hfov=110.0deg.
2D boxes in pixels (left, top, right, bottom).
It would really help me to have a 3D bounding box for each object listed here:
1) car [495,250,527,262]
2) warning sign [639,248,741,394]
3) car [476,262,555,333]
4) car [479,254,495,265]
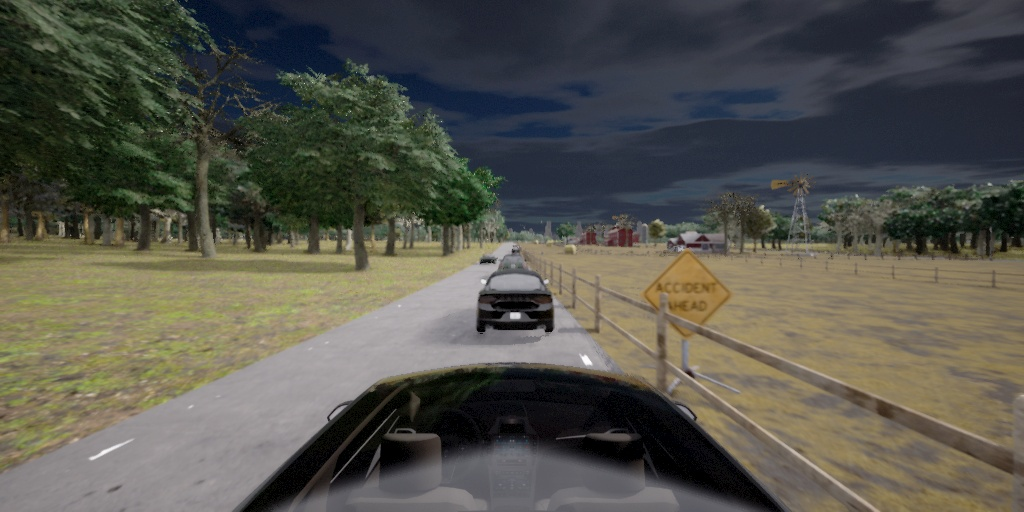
[{"bbox_3d":[0.089,0.629,27.095,2.097,1.767,4.553,0,1,0],"label":"car"},{"bbox_3d":[2.451,0.821,5.093,1.300,1.860,1.060,0,0,0],"label":"warning sign"},{"bbox_3d":[0.082,1.106,10.312,1.882,1.535,5.008,0,1,0],"label":"car"},{"bbox_3d":[-2.831,0.396,42.907,1.895,1.301,4.718,0,2,0],"label":"car"}]
